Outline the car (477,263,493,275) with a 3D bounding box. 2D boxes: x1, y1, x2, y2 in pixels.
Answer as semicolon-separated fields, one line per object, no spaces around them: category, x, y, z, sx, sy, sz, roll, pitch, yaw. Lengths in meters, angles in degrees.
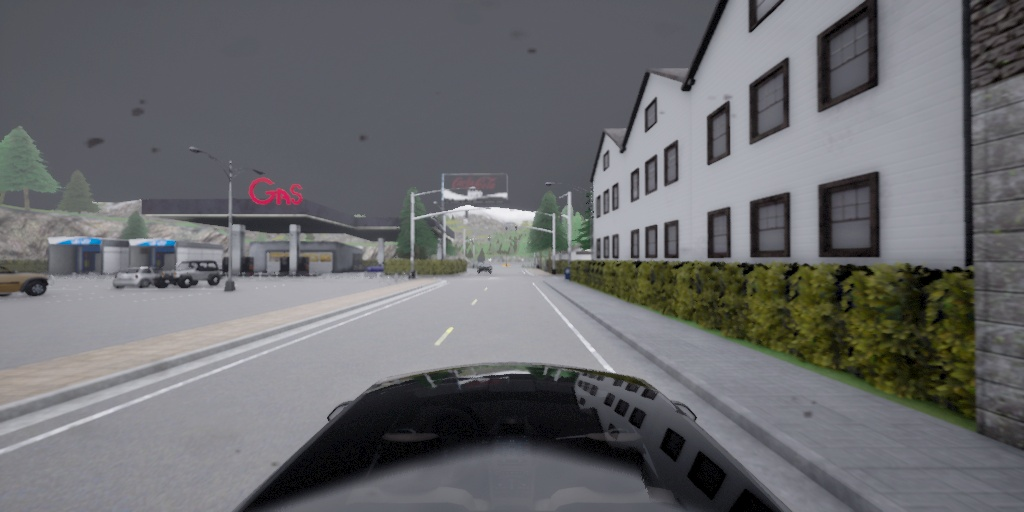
car;-3.493;1.614;46.409;1.895;1.301;4.718;0;-1;0
